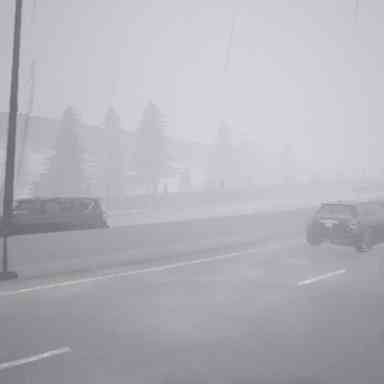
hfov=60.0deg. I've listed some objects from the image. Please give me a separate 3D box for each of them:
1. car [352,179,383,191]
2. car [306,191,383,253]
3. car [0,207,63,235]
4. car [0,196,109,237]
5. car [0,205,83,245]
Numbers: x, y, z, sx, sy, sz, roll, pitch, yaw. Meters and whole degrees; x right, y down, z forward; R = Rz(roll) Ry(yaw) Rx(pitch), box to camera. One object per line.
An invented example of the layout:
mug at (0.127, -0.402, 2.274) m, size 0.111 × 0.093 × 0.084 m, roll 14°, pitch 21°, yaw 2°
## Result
car at (21.684, -0.744, 40.956) m, size 5.008 × 1.535 × 1.882 m, roll -5°, pitch 3°, yaw -35°
car at (6.414, 1.051, 12.627) m, size 4.553 × 1.767 × 2.097 m, roll -3°, pitch 2°, yaw -35°
car at (-9.848, 1.586, 18.464) m, size 4.718 × 1.301 × 1.895 m, roll -1°, pitch 0°, yaw -36°
car at (-5.976, 1.210, 12.628) m, size 5.566 × 2.045 × 2.150 m, roll -1°, pitch 0°, yaw -36°
car at (-7.901, 1.464, 15.554) m, size 5.008 × 1.535 × 1.882 m, roll -1°, pitch 0°, yaw -36°
